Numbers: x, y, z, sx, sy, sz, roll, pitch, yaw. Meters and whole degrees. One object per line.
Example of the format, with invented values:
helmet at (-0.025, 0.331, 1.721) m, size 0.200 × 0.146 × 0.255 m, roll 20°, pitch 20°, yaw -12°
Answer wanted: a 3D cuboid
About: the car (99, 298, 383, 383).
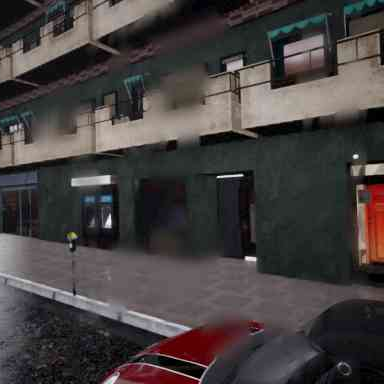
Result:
car at (1.116, 1.441, 1.959) m, size 4.097 × 1.590 × 1.967 m, roll 0°, pitch -2°, yaw 36°
